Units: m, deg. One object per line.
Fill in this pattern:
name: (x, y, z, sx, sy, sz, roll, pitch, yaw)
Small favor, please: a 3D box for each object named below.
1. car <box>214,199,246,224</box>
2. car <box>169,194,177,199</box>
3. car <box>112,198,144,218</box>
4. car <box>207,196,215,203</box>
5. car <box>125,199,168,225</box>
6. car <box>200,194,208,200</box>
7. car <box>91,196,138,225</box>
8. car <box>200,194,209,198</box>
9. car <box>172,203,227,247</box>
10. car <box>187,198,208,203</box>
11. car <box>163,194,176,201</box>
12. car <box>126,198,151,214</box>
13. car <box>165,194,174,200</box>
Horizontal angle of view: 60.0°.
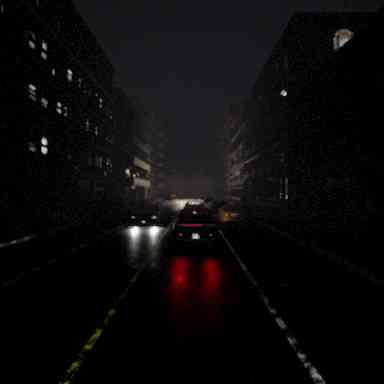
car: (2.782, 1.454, 23.861, 1.752, 1.417, 4.829, 0, 0, 0)
car: (-5.313, 1.240, 91.364, 1.887, 1.381, 4.507, 0, 0, 0)
car: (-5.575, 1.339, 29.365, 1.967, 1.590, 4.097, 0, 0, 0)
car: (2.829, 1.438, 34.963, 1.887, 1.381, 4.507, 0, 0, 0)
car: (-2.998, 1.470, 23.355, 2.033, 1.411, 5.357, 0, 0, 0)
car: (3.044, 1.292, 85.688, 1.947, 1.339, 4.313, 0, 0, 0)
car: (-5.598, 1.232, 23.729, 2.192, 1.841, 5.009, 0, 0, 0)
car: (2.925, 1.371, 57.507, 2.008, 1.369, 4.403, 0, 0, 0)
car: (0.151, 1.446, 14.742, 2.128, 1.511, 4.902, 0, 0, 0)
car: (0.222, 1.502, 31.316, 1.895, 1.301, 4.718, 0, 0, 0)
car: (-5.384, 1.303, 74.455, 2.008, 1.369, 4.403, 0, 0, 0)
car: (-5.552, 1.426, 35.003, 1.887, 1.381, 4.507, 0, 0, 0)
car: (-5.361, 1.284, 80.092, 2.008, 1.369, 4.403, 0, 0, 0)
